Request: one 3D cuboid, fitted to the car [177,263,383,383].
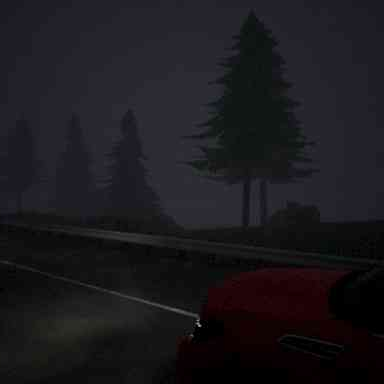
[{"bbox_3d":[2.512,1.228,2.240,5.566,2.045,2.150,0,0,36],"label":"car"}]
